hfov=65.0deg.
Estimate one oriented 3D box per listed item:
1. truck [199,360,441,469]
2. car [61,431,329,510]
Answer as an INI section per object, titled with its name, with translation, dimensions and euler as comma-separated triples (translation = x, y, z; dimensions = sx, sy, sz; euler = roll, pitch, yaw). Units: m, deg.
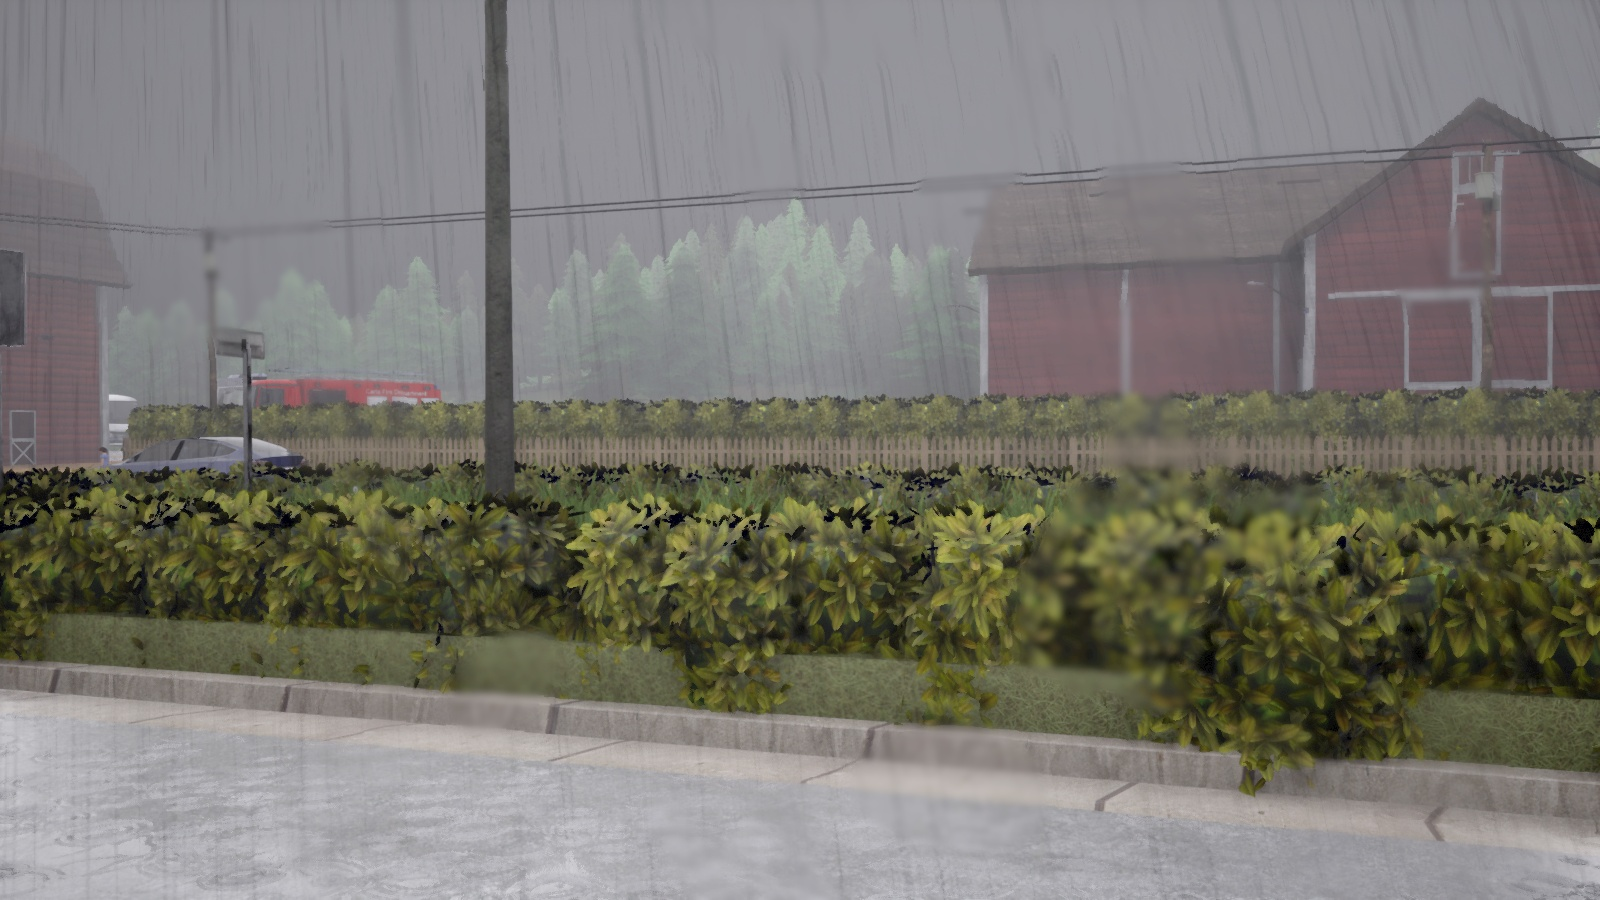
[truck]
translation = -18.321, -1.334, 48.543
dimensions = 2.891, 3.827, 8.468
euler = 1, 1, 38
[car]
translation = -12.326, 0.369, 25.645
dimensions = 4.792, 1.488, 2.163
euler = 0, 1, 19
